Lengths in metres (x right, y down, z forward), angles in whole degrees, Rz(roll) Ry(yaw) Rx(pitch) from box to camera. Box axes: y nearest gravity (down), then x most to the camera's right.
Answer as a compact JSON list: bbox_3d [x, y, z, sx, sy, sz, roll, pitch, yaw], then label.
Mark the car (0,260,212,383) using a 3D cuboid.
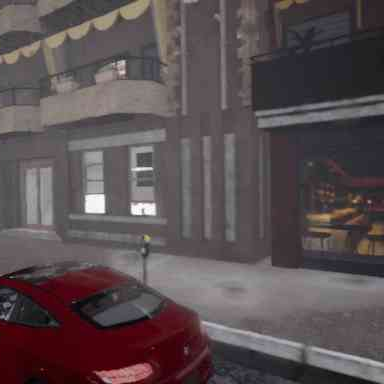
[{"bbox_3d":[-1.781,1.529,4.030,4.206,1.307,1.802,0,1,32],"label":"car"}]
